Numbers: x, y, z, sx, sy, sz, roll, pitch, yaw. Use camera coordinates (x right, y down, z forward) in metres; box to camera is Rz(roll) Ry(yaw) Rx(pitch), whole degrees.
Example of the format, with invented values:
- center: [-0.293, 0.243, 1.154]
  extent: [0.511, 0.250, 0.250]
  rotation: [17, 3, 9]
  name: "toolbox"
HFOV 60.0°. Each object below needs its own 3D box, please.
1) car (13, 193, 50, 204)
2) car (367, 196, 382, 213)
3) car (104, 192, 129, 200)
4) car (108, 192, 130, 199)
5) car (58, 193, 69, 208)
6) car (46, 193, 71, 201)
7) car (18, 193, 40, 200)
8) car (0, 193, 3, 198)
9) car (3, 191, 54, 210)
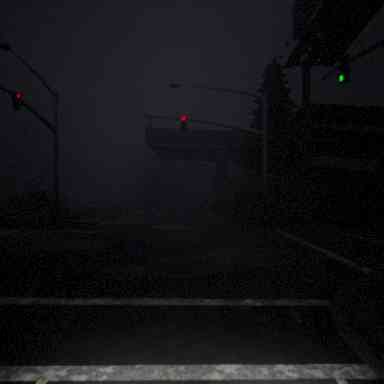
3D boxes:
- center: [-24.027, 0.958, 49.970]
  extent: [4.514, 1.523, 2.007]
  rotation: [0, 0, -1]
  name: "car"
- center: [17.226, 1.249, 33.927]
  extent: [2.242, 1.667, 4.611]
  rotation: [0, 0, -1]
  name: "car"
- center: [-16.442, 0.842, 71.854]
  extent: [5.027, 1.636, 2.152]
  rotation: [0, 0, -1]
  name: "car"
- center: [-16.513, 0.830, 74.990]
  extent: [4.514, 1.523, 2.007]
  rotation: [0, 0, -1]
  name: "car"
- center: [-16.185, 1.105, 37.598]
  extent: [3.806, 1.475, 1.970]
  rotation: [0, 0, -1]
  name: "car"
- center: [-24.045, 0.912, 59.962]
  extent: [3.633, 1.501, 1.845]
  rotation: [0, 0, -1]
  name: "car"
- center: [-35.108, 0.896, 71.890]
  extent: [3.806, 1.475, 1.970]
  rotation: [0, 0, -1]
  name: "car"
- center: [-42.546, 0.865, 74.825]
  extent: [3.633, 1.501, 1.845]
  rotation: [0, 0, -1]
  name: "car"
- center: [-16.777, 0.844, 34.268]
  extent: [3.866, 1.878, 1.905]
  rotation: [0, 0, -1]
  name: "car"
